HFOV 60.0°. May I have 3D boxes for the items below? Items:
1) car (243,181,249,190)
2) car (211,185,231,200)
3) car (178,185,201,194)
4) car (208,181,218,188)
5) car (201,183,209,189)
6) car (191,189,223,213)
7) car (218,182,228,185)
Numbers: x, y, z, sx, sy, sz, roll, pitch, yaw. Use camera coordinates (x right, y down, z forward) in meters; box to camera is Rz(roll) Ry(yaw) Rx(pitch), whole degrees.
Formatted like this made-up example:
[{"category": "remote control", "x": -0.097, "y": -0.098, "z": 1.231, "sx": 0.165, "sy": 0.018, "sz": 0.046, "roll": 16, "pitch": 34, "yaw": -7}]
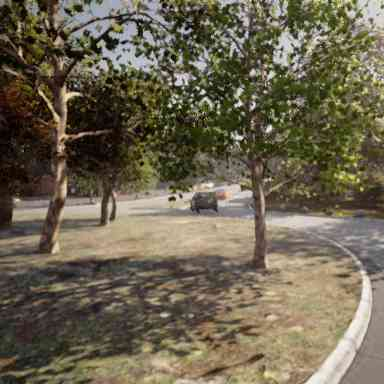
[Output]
[{"category": "car", "x": 12.386, "y": -1.048, "z": 73.696, "sx": 1.837, "sy": 1.490, "sz": 4.892, "roll": 0, "pitch": 4, "yaw": 23}, {"category": "car", "x": 4.959, "y": 0.238, "z": 54.220, "sx": 2.097, "sy": 1.767, "sz": 4.553, "roll": 0, "pitch": 4, "yaw": 16}, {"category": "car", "x": -0.547, "y": -0.676, "z": 73.007, "sx": 1.946, "sy": 1.575, "sz": 5.366, "roll": 0, "pitch": 4, "yaw": 23}, {"category": "car", "x": 3.787, "y": -1.701, "z": 83.432, "sx": 2.435, "sy": 2.045, "sz": 5.566, "roll": 0, "pitch": 4, "yaw": 23}, {"category": "car", "x": 1.568, "y": -1.055, "z": 78.097, "sx": 1.946, "sy": 1.575, "sz": 5.366, "roll": 0, "pitch": 4, "yaw": 23}, {"category": "car", "x": 1.211, "y": 1.003, "z": 34.063, "sx": 2.150, "sy": 2.045, "sz": 5.566, "roll": -1, "pitch": 1, "yaw": -8}, {"category": "car", "x": 8.019, "y": -2.179, "z": 93.628, "sx": 2.163, "sy": 1.488, "sz": 4.792, "roll": 0, "pitch": 4, "yaw": 23}]
